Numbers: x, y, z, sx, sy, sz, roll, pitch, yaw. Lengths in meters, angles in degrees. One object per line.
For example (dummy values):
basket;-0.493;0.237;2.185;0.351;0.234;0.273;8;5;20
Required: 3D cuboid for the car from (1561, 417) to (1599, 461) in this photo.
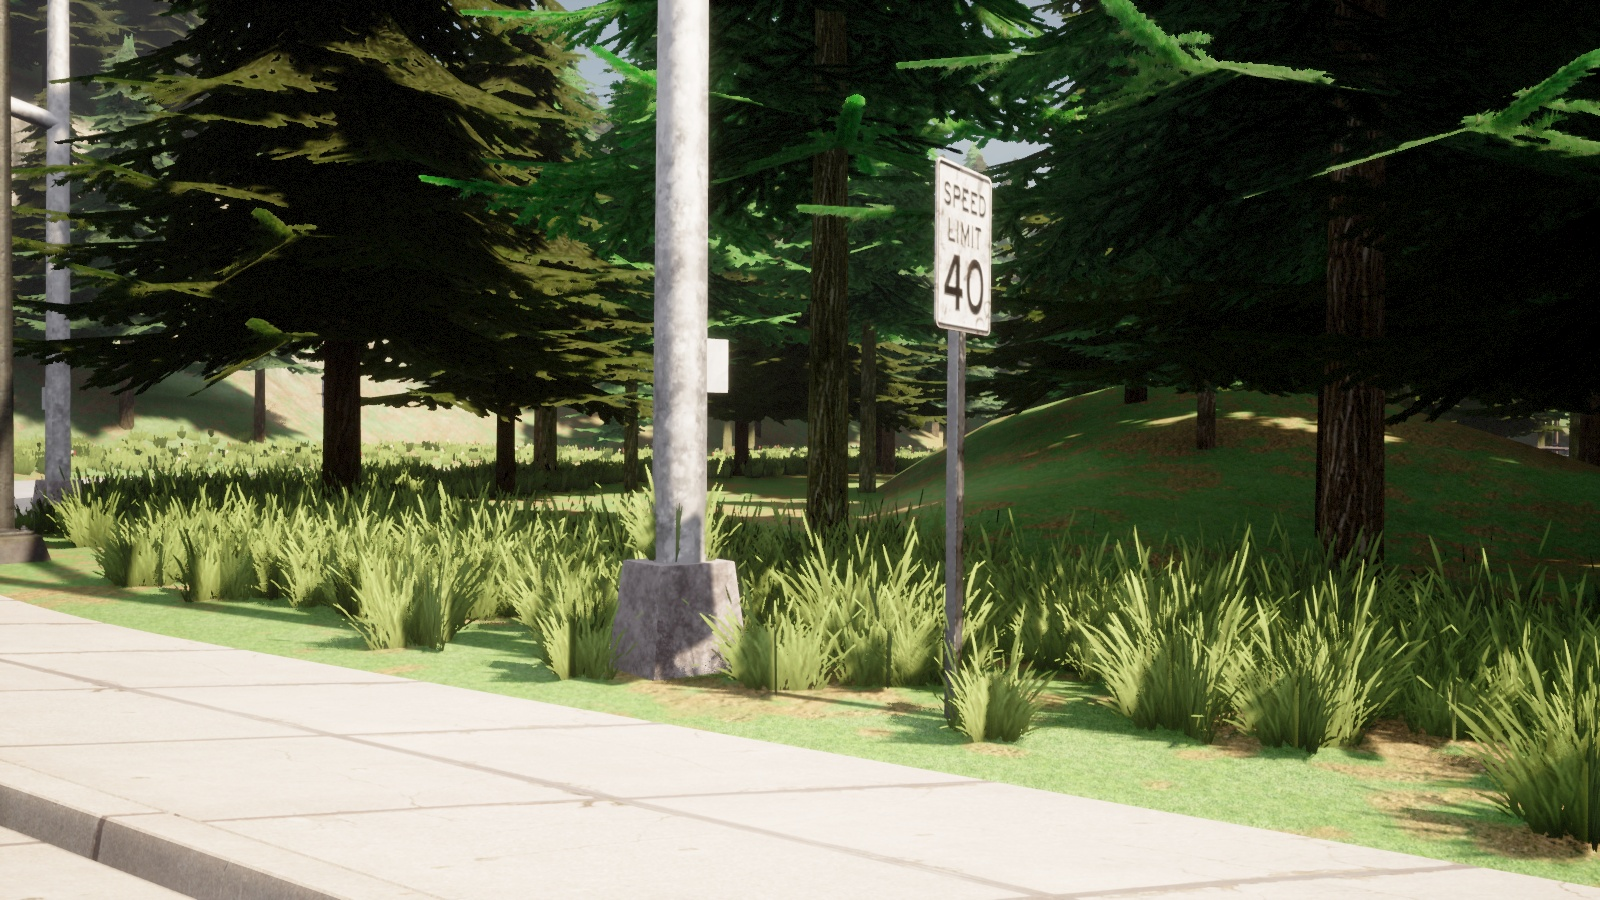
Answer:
car;34.810;-0.491;52.938;4.605;1.855;1.932;0;1;34
